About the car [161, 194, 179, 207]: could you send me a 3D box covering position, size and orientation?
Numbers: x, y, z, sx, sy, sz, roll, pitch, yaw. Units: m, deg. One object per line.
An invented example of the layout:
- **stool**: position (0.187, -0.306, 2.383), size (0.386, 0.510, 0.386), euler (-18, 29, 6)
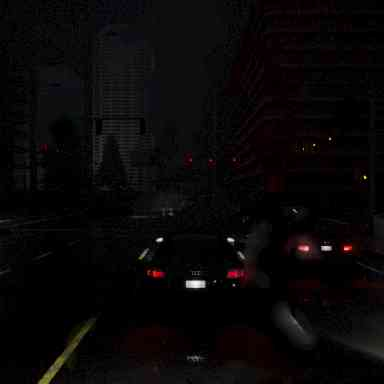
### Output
- **car**: position (-3.563, 1.491, 50.704), size (2.128, 1.511, 4.902), euler (0, 0, 0)

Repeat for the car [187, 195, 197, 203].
- **car**: position (0.072, 1.501, 71.051), size (1.837, 1.490, 4.892), euler (0, 0, 0)

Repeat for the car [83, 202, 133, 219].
- **car**: position (-7.343, 1.554, 29.150), size (4.181, 1.385, 1.994), euler (0, 0, -25)

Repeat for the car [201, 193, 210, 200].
- **car**: position (3.557, 1.207, 90.422), size (2.150, 2.045, 5.566), euler (0, 0, 0)

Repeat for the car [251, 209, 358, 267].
- **car**: position (3.596, 1.547, 11.377), size (2.033, 1.411, 5.357), euler (0, 0, 0)

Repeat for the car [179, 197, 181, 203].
- **car**: position (-3.532, 1.352, 60.629), size (2.097, 1.767, 4.553), euler (0, 0, 0)

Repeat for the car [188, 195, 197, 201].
- **car**: position (0.052, 1.534, 81.396), size (2.033, 1.411, 5.357), euler (0, 0, 0)

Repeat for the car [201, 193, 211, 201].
- **car**: position (3.551, 1.493, 80.538), size (1.837, 1.490, 4.892), euler (0, 0, 0)

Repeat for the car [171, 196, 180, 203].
- **car**: position (-3.455, 1.524, 70.608), size (1.812, 1.442, 4.674), euler (0, 0, 0)

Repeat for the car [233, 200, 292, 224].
- **car**: position (5.273, 1.334, 23.835), size (4.553, 1.767, 2.097), euler (0, 0, -1)

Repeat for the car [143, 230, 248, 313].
- **car**: position (0.074, 1.564, 7.757), size (1.994, 1.385, 4.181), euler (0, 0, 0)
